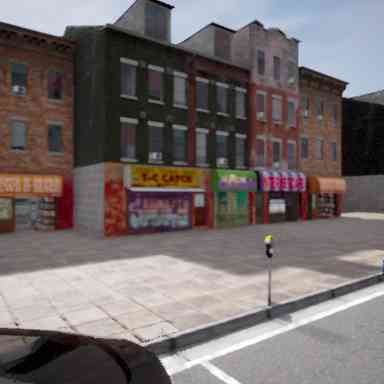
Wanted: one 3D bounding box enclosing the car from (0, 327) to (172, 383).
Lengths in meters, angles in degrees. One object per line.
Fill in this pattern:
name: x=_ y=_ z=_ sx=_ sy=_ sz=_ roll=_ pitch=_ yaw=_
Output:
car: x=-2.017 y=1.570 z=1.363 sx=4.313 sy=1.339 sz=1.947 roll=0 pitch=1 yaw=-35
